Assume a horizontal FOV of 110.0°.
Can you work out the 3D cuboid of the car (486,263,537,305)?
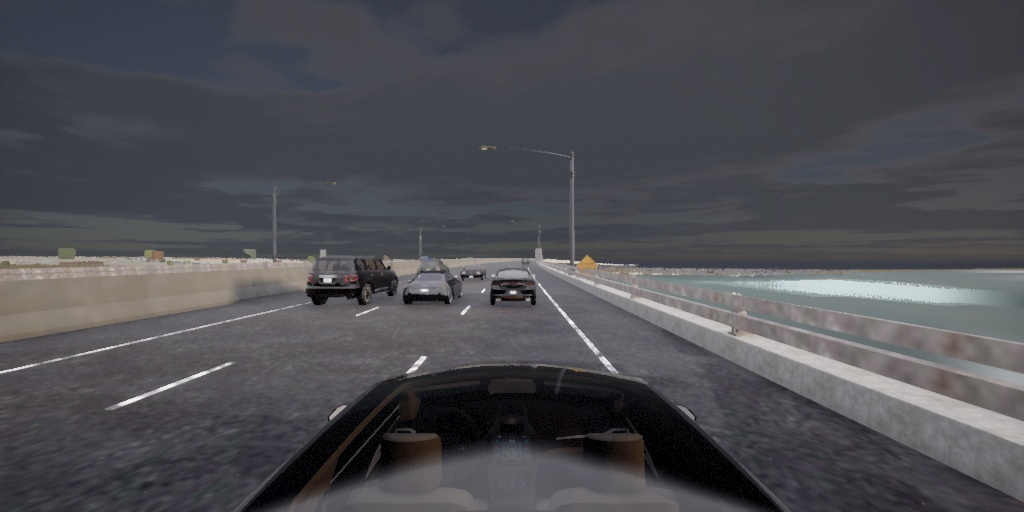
[{"bbox_3d":[0.062,1.242,16.121,1.882,1.535,5.008,0,0,0],"label":"car"}]

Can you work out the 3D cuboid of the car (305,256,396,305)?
[{"bbox_3d":[-6.937,1.016,16.212,2.150,2.045,5.566,0,0,0],"label":"car"}]

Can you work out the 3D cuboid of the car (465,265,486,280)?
[{"bbox_3d":[-3.246,1.390,31.105,1.895,1.301,4.718,0,0,1],"label":"car"}]

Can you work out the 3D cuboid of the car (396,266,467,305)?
[{"bbox_3d":[-3.438,1.330,16.150,1.994,1.385,4.181,0,0,0],"label":"car"}]

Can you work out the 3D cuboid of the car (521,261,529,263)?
[{"bbox_3d":[0.254,1.389,31.045,1.895,1.301,4.718,0,0,1],"label":"car"}]

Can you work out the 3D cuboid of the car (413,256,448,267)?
[{"bbox_3d":[-6.746,1.141,31.106,2.097,1.767,4.553,0,0,1],"label":"car"}]

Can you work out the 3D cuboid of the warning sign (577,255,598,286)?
[{"bbox_3d":[4.674,0.876,22.123,1.300,1.860,1.060,0,0,1],"label":"warning sign"}]
